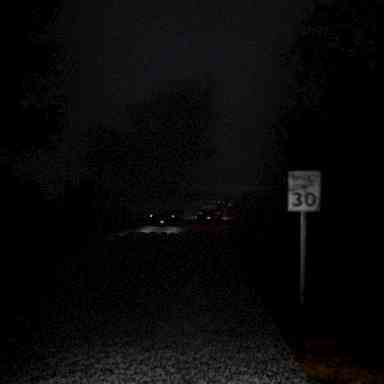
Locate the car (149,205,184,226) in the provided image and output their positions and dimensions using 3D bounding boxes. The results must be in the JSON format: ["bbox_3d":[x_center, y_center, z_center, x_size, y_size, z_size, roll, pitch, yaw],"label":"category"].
[{"bbox_3d":[-1.731,1.611,23.703,1.895,1.301,4.718,1,1,5],"label":"car"}]

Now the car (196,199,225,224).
[{"bbox_3d":[1.363,1.550,24.982,1.812,1.442,4.674,0,1,5],"label":"car"}]

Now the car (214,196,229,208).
[{"bbox_3d":[3.694,1.181,42.685,2.033,1.411,5.357,1,2,9],"label":"car"}]
